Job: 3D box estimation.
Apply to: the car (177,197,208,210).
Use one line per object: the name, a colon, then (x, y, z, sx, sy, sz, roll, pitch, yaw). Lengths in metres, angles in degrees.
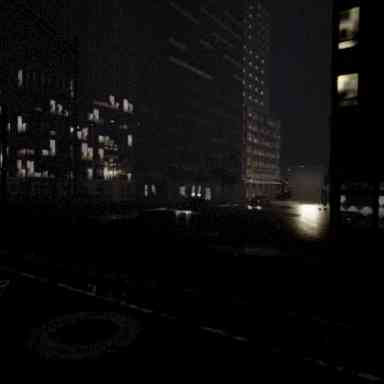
car: (0.140, 1.377, 39.851, 1.812, 1.442, 4.674, 1, 1, 37)

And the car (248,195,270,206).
car: (10.941, 1.342, 54.175, 2.097, 1.767, 4.553, 1, 1, 37)
